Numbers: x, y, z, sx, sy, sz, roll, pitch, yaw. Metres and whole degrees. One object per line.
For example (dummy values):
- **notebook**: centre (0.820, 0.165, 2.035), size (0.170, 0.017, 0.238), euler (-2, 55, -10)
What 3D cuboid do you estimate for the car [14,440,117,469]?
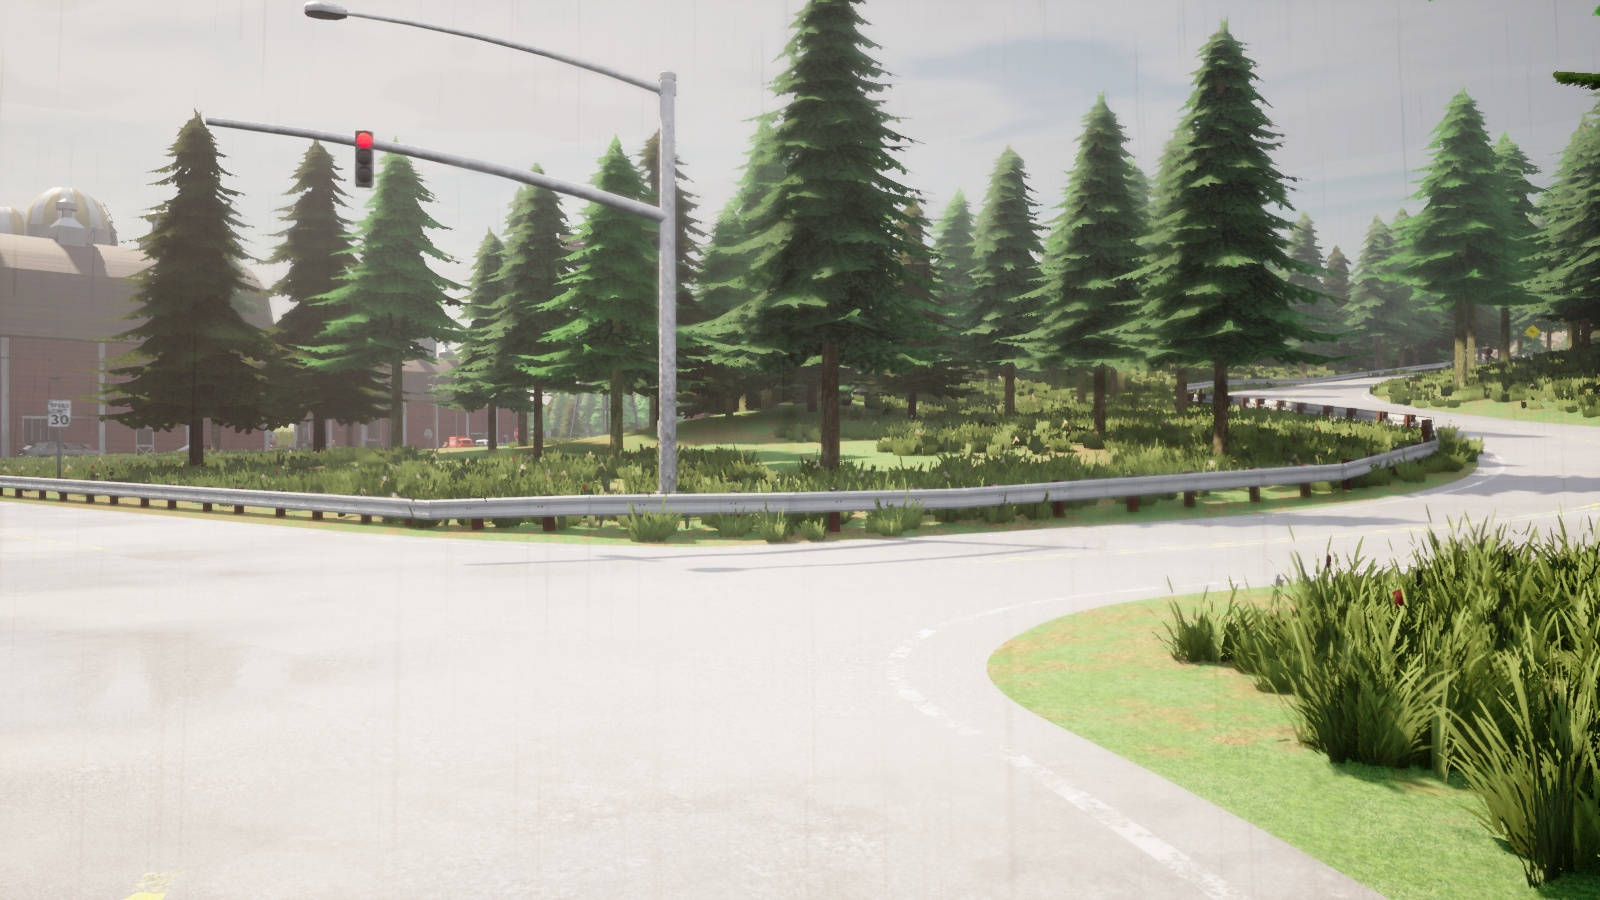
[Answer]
- **car**: centre (-43.175, 0.252, 73.891), size (2.033, 1.649, 4.856), euler (0, 0, 40)
